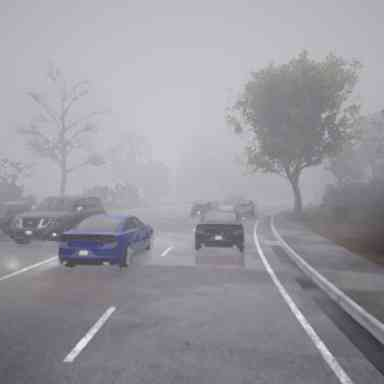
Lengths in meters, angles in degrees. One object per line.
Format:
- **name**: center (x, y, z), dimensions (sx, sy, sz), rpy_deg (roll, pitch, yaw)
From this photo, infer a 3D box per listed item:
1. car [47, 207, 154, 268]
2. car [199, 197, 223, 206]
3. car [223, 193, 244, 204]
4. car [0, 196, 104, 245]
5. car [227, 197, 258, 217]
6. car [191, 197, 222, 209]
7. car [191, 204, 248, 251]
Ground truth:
- **car**: center (-2.635, 1.469, 11.314), dimensions (1.882, 1.535, 5.008), rpy_deg (0, 0, 6)
- **car**: center (3.261, 1.553, 55.233), dimensions (2.033, 1.411, 5.357), rpy_deg (0, 0, 28)
- **car**: center (6.957, 1.252, 54.704), dimensions (2.150, 2.045, 5.566), rpy_deg (0, 0, 28)
- **car**: center (-5.859, 1.199, 15.455), dimensions (2.150, 2.045, 5.566), rpy_deg (0, 0, 8)
- **car**: center (5.061, 1.521, 31.419), dimensions (2.128, 1.511, 4.902), rpy_deg (0, 0, 17)
- **car**: center (1.277, 1.514, 30.993), dimensions (1.837, 1.490, 4.892), rpy_deg (0, 0, 16)
- **car**: center (1.268, 1.486, 14.318), dimensions (1.882, 1.535, 5.008), rpy_deg (0, 0, 7)
